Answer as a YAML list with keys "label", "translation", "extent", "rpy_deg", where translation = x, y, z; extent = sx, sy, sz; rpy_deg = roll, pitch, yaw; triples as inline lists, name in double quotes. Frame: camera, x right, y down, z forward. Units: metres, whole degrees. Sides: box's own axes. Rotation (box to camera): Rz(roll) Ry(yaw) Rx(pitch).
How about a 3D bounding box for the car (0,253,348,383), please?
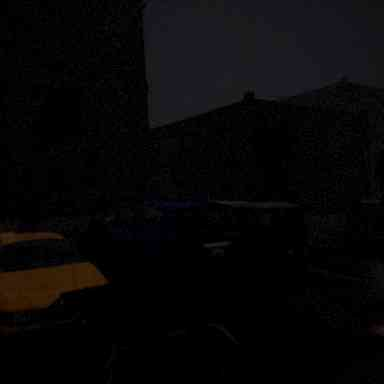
- label: "car"
  translation: [-0.786, 1.598, 2.817]
  extent: [4.718, 1.301, 1.895]
  rpy_deg: [0, 0, -35]

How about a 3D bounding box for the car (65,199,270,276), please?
- label: "car"
  translation: [-1.078, 1.215, 8.269]
  extent: [2.435, 2.045, 5.566]
  rpy_deg: [0, 0, -36]

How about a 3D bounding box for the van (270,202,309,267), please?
- label: "van"
  translation: [1.143, 1.231, 9.962]
  extent: [1.878, 1.987, 4.442]
  rpy_deg: [0, 0, -36]
